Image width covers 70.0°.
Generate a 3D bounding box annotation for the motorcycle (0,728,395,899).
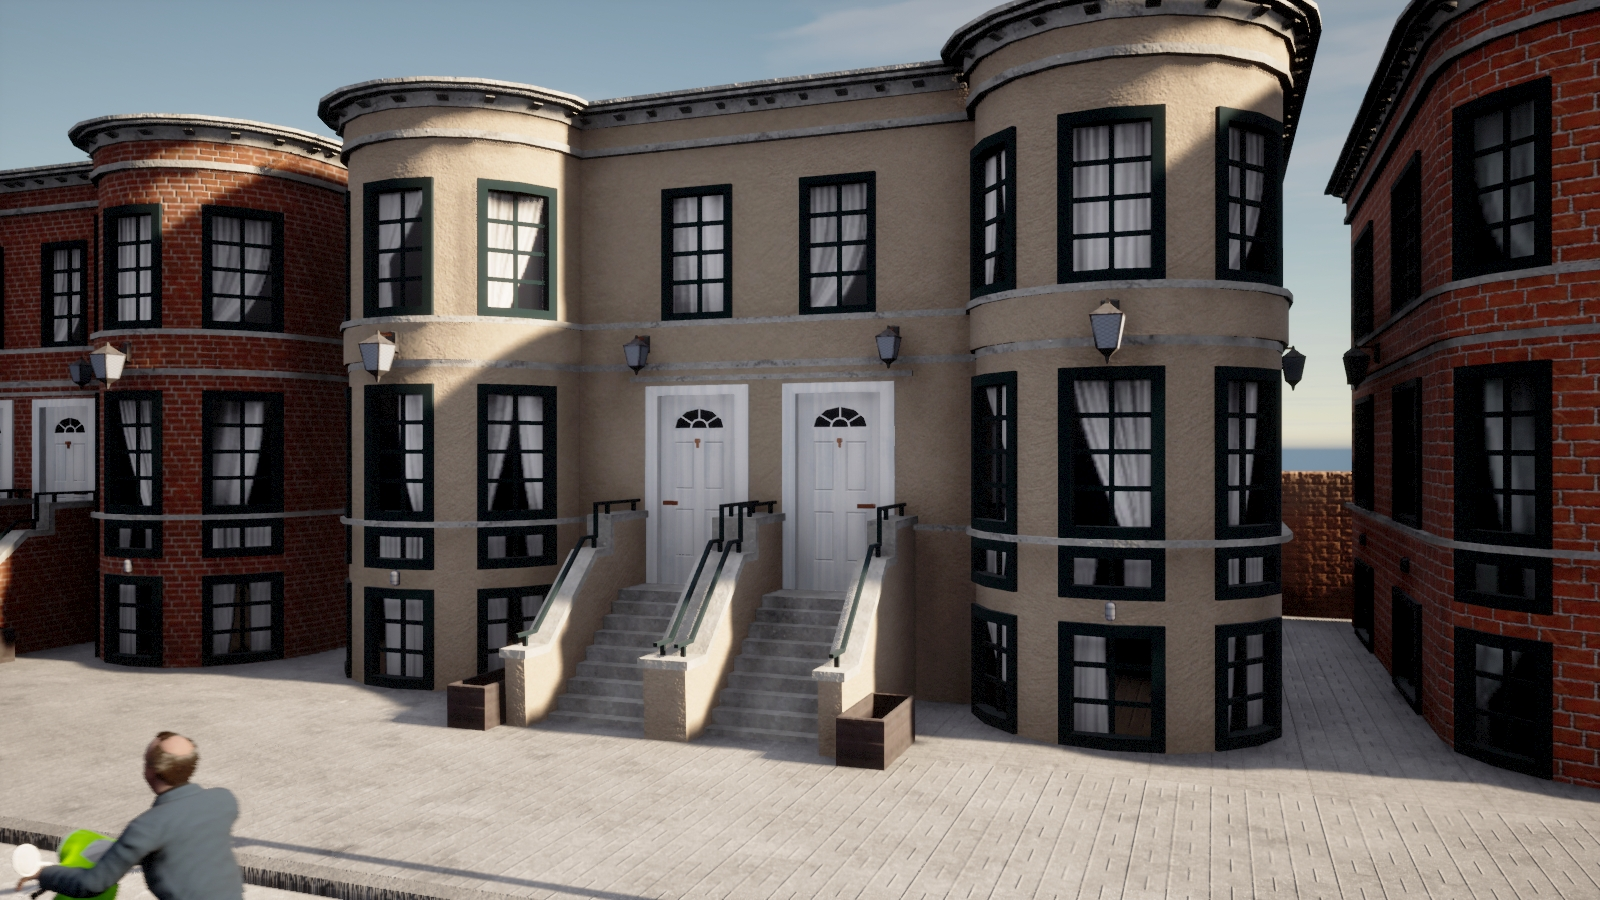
[{"bbox_3d":[-2.741,1.964,4.830,1.805,1.236,0.856,0,0,20],"label":"motorcycle"}]
